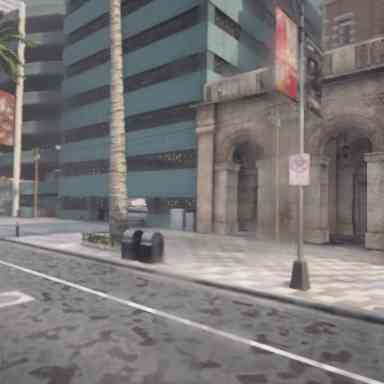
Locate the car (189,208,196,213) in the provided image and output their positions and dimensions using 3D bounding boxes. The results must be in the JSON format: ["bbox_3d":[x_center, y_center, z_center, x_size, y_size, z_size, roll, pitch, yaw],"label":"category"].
[{"bbox_3d":[1.679,1.957,30.223,5.566,2.045,2.435,0,-2,40],"label":"car"}]
